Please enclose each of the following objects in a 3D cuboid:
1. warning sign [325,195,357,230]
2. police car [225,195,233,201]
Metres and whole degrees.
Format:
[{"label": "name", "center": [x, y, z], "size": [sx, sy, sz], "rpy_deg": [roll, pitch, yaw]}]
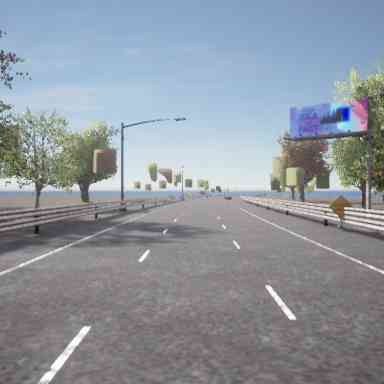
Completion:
[{"label": "warning sign", "center": [8.282, 1.105, 18.503], "size": [1.300, 1.860, 1.060], "rpy_deg": [0, 0, 1]}, {"label": "police car", "center": [9.780, 1.548, 89.605], "size": [1.930, 1.638, 5.238], "rpy_deg": [0, 0, 7]}]
